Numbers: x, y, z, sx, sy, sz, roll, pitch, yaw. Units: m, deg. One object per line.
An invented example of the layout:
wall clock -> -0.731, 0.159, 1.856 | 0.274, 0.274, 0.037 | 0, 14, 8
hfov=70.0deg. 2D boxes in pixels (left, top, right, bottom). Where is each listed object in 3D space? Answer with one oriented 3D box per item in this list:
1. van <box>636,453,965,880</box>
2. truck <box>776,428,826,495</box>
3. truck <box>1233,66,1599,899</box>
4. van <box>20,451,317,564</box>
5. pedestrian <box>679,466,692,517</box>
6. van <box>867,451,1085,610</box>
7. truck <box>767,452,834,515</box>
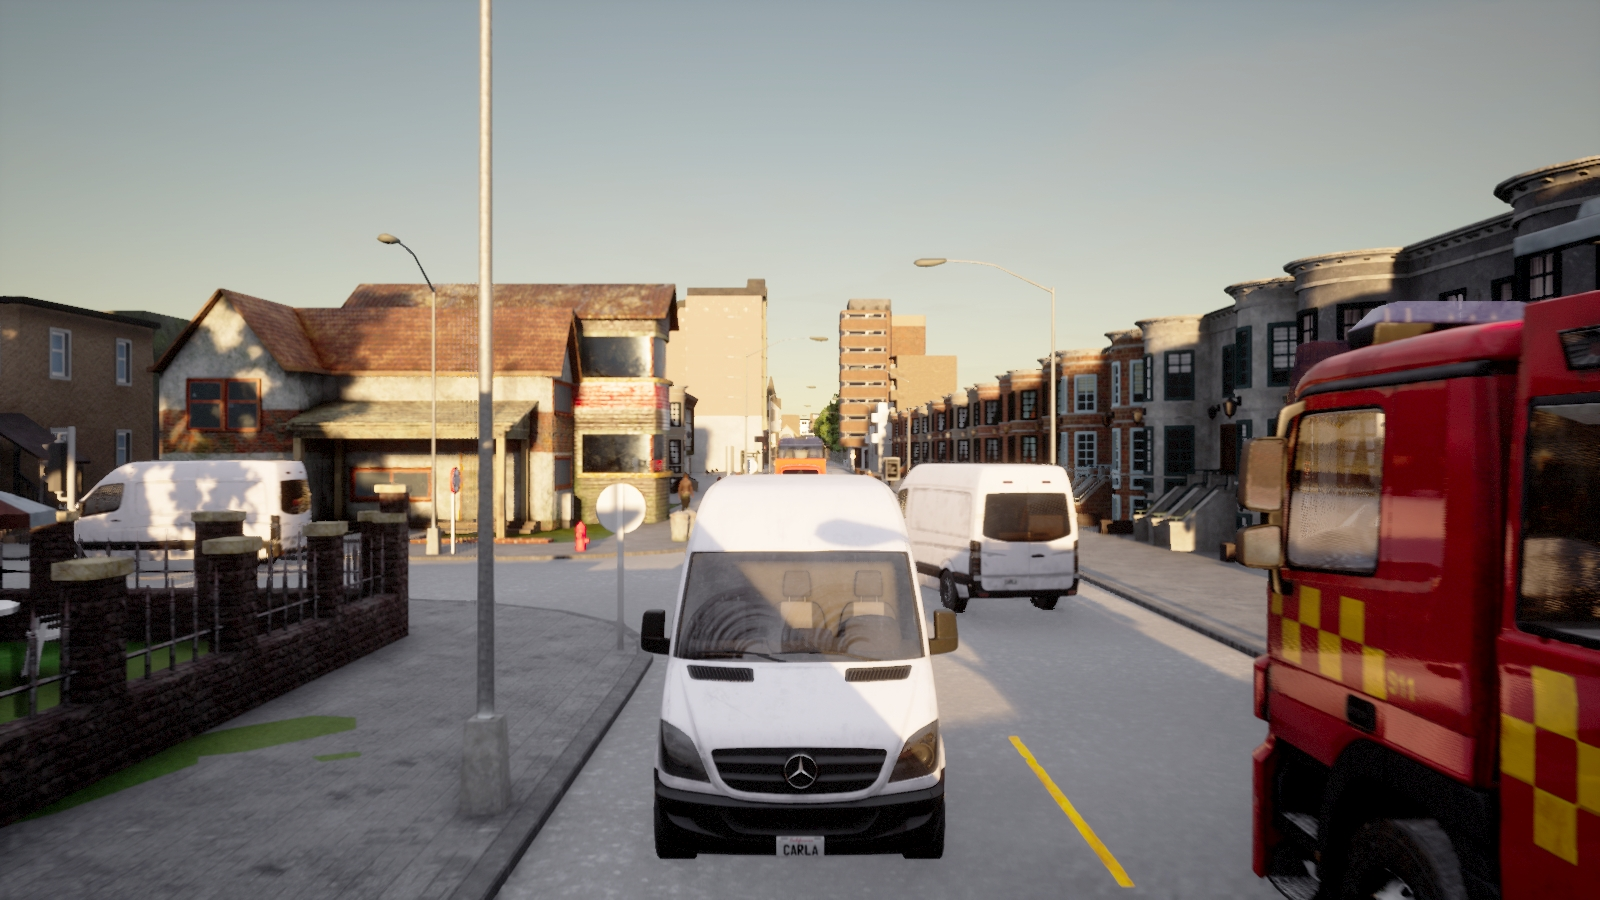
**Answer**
van -> 0.002, 1.314, 9.859 | 1.988, 2.561, 5.915 | 0, 0, 0
truck -> 0.037, 0.669, 69.845 | 2.891, 3.827, 8.468 | 0, 0, 0
truck -> 4.047, 0.671, 2.549 | 2.891, 3.827, 8.468 | 0, 0, 0
van -> -14.784, 1.315, 26.986 | 5.915, 2.561, 1.988 | 0, 0, 0
pedestrian -> -4.245, 1.527, 42.231 | 0.375, 1.860, 0.375 | 0, 0, 16
van -> 3.096, 1.315, 21.688 | 1.988, 2.561, 5.915 | 0, 0, -13
truck -> 0.012, 1.359, 47.580 | 2.627, 2.467, 5.204 | 0, -1, 0
